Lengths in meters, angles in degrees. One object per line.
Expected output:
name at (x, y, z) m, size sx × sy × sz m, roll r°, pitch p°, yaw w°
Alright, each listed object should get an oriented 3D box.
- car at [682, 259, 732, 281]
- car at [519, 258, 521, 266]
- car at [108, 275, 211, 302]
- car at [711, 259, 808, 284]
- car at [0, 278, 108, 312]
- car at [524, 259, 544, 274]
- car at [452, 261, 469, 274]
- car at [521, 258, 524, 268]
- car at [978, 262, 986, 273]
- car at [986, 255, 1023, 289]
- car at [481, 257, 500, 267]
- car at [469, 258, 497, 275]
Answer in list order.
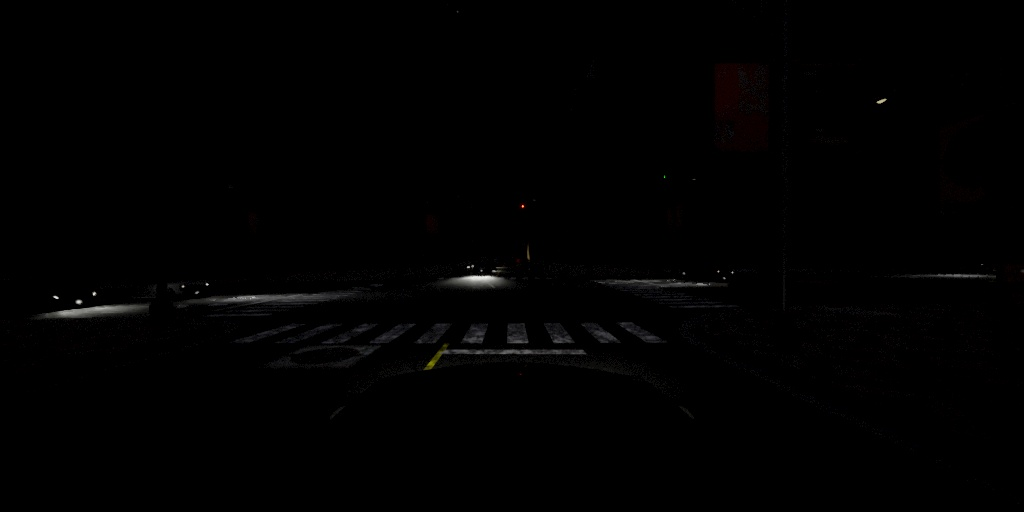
car at (14.824, 0.944, 25.786) m, size 4.902 × 1.511 × 2.128 m, roll -1°, pitch 0°, yaw 0°
car at (2.626, 1.311, 57.579) m, size 2.007 × 1.370 × 4.403 m, roll 0°, pitch 0°, yaw 0°
car at (-18.929, 1.674, 19.015) m, size 4.718 × 1.301 × 1.895 m, roll -1°, pitch 0°, yaw 0°
car at (15.550, 1.046, 22.539) m, size 4.718 × 1.301 × 1.895 m, roll -1°, pitch 0°, yaw 0°
car at (-21.704, 1.678, 15.759) m, size 5.357 × 1.411 × 2.033 m, roll -1°, pitch 0°, yaw 0°
car at (2.713, 1.305, 41.246) m, size 2.007 × 1.370 × 4.403 m, roll 0°, pitch 0°, yaw 0°
car at (-5.812, 1.305, 41.204) m, size 2.007 × 1.370 × 4.403 m, roll 0°, pitch 0°, yaw 0°
car at (2.655, 1.303, 52.135) m, size 1.888 × 1.381 × 4.507 m, roll 0°, pitch 0°, yaw 0°
car at (36.942, 0.671, 25.820) m, size 4.718 × 1.301 × 1.895 m, roll -1°, pitch 0°, yaw 0°
car at (24.776, 0.646, 15.858) m, size 4.553 × 1.767 × 2.097 m, roll -1°, pitch 0°, yaw 0°
car at (-3.200, 1.306, 51.548) m, size 2.033 × 1.411 × 5.357 m, roll 0°, pitch 0°, yaw 0°
car at (-3.135, 1.246, 39.173) m, size 2.128 × 1.511 × 4.902 m, roll 0°, pitch 0°, yaw 0°
